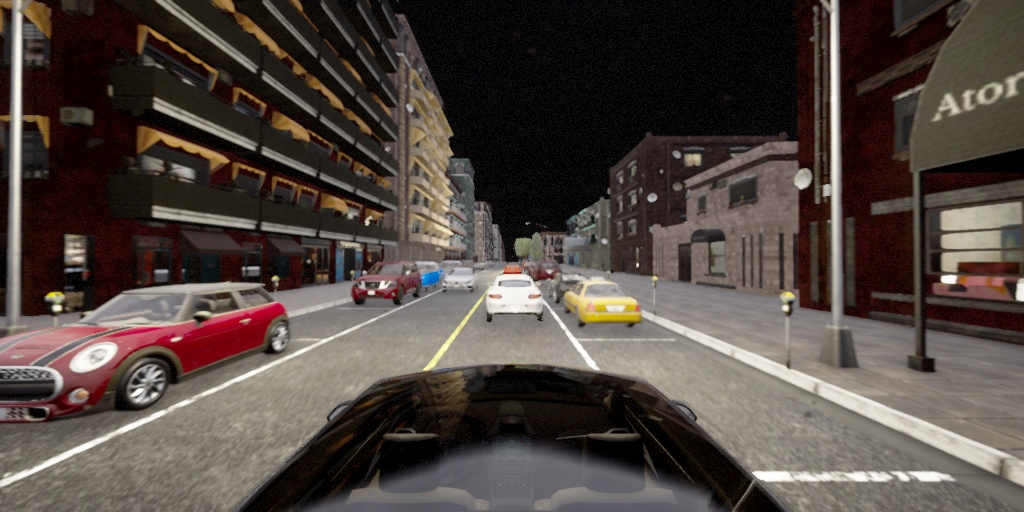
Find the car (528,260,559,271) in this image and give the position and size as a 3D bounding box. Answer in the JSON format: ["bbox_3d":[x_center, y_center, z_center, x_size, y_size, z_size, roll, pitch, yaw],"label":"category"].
[{"bbox_3d":[2.692,1.270,28.084,2.192,1.841,5.009,0,0,0],"label":"car"}]

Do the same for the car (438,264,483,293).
[{"bbox_3d":[-3.096,1.434,22.288,1.812,1.442,4.674,0,0,0],"label":"car"}]

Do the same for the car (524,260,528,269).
[{"bbox_3d":[2.692,1.489,39.162,1.967,1.591,4.097,0,0,0],"label":"car"}]

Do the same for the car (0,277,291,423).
[{"bbox_3d":[-5.690,1.222,5.928,1.967,1.591,4.097,0,0,0],"label":"car"}]

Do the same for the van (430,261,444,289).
[{"bbox_3d":[-5.690,1.251,22.547,1.690,1.789,3.998,0,0,0],"label":"van"}]

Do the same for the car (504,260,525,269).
[{"bbox_3d":[0.102,1.434,42.954,2.097,1.767,4.553,0,-1,0],"label":"car"}]

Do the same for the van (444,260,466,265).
[{"bbox_3d":[-5.689,1.343,33.624,1.690,1.789,3.998,0,0,0],"label":"van"}]

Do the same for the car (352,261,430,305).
[{"bbox_3d":[-5.690,1.181,17.007,2.192,1.841,5.009,0,0,0],"label":"car"}]

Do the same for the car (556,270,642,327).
[{"bbox_3d":[2.691,1.349,11.638,1.751,1.417,4.829,0,0,0],"label":"car"}]

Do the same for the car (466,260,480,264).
[{"bbox_3d":[-5.689,1.412,44.702,2.192,1.841,5.009,0,0,0],"label":"car"}]

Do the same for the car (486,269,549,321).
[{"bbox_3d":[0.067,1.359,12.780,1.812,1.442,4.674,0,0,-1],"label":"car"}]

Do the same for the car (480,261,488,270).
[{"bbox_3d":[-5.688,1.809,61.320,1.948,1.339,4.313,0,0,0],"label":"car"}]

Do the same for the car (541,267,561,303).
[{"bbox_3d":[2.690,1.417,17.007,2.007,1.370,4.403,0,0,0],"label":"car"}]
